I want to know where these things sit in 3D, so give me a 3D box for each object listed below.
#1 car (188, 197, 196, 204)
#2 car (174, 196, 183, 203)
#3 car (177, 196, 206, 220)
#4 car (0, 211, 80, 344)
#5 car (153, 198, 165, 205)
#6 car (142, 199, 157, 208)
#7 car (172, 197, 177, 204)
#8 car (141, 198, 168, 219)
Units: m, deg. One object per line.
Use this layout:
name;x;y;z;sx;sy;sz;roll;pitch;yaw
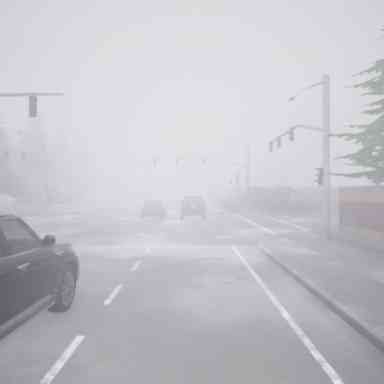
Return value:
car;-0.034;1.973;77.620;1.837;1.490;4.892;0;0;0
car;-3.538;1.938;86.528;2.128;1.511;4.902;0;0;0
car;0.084;1.390;30.113;2.150;2.045;5.566;0;0;0
car;-3.435;1.251;4.635;2.150;2.045;5.566;0;0;1
car;-7.032;1.978;71.542;2.033;1.411;5.357;0;0;0
car;-7.081;1.943;55.849;1.895;1.301;4.718;0;0;0
car;-3.534;1.951;77.365;1.882;1.535;5.008;0;0;0
car;-3.417;1.527;30.717;2.097;1.767;4.553;0;0;0
